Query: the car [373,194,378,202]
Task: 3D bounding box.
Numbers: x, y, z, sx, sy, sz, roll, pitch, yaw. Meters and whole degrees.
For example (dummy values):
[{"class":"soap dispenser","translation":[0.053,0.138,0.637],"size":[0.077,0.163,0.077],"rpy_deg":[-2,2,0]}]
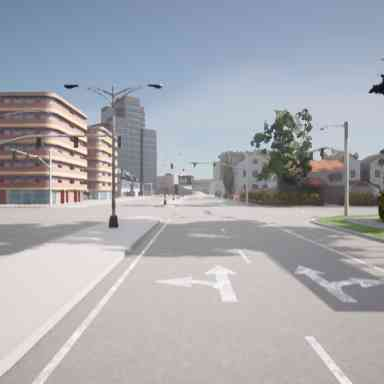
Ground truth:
[{"class":"car","translation":[29.924,1.126,55.931],"size":[1.970,1.475,3.806],"rpy_deg":[0,0,0]}]
